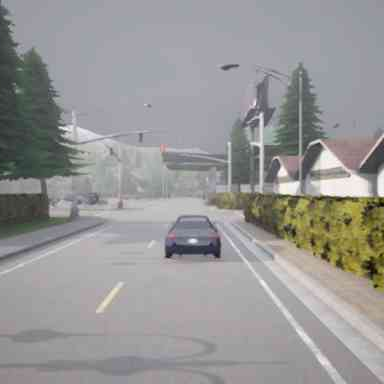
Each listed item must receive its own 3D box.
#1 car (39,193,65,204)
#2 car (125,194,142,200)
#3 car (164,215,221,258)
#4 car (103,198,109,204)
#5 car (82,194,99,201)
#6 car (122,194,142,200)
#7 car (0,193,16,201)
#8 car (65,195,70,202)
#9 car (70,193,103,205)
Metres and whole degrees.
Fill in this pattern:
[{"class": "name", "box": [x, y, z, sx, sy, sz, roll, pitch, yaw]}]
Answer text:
[{"class": "car", "box": [-24.658, 1.105, 56.361, 4.605, 1.855, 1.932, 0, 0, -1]}, {"class": "car", "box": [-16.503, 1.352, 93.842, 4.514, 1.523, 2.007, 0, 0, -1]}, {"class": "car", "box": [0.047, 1.566, 12.852, 1.994, 1.385, 4.181, 0, 0, 1]}, {"class": "car", "box": [-16.179, 1.369, 56.449, 3.806, 1.475, 1.970, 0, 0, -1]}, {"class": "car", "box": [-24.036, 1.330, 78.815, 3.633, 1.501, 1.845, 0, 0, -1]}, {"class": "car", "box": [-16.432, 1.343, 90.705, 5.027, 1.636, 2.152, 0, 0, -1]}, {"class": "car", "box": [-42.564, 1.107, 75.095, 4.605, 1.855, 1.932, 0, 0, -1]}, {"class": "car", "box": [-24.020, 1.307, 68.822, 4.514, 1.523, 2.007, 0, 0, -1]}, {"class": "car", "box": [-16.771, 1.084, 53.121, 3.866, 1.878, 1.905, 0, 0, -1]}]
